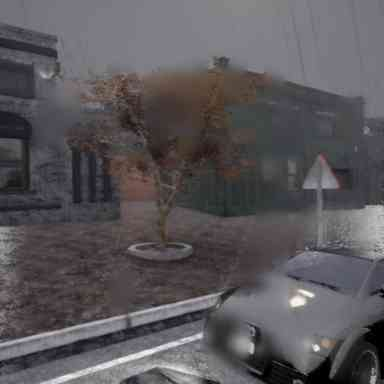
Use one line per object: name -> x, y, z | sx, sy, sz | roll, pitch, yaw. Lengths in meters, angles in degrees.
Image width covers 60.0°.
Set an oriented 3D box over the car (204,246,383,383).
car -> 2.225, 1.562, 4.965 | 4.181, 1.385, 1.994 | 0, 0, -36
